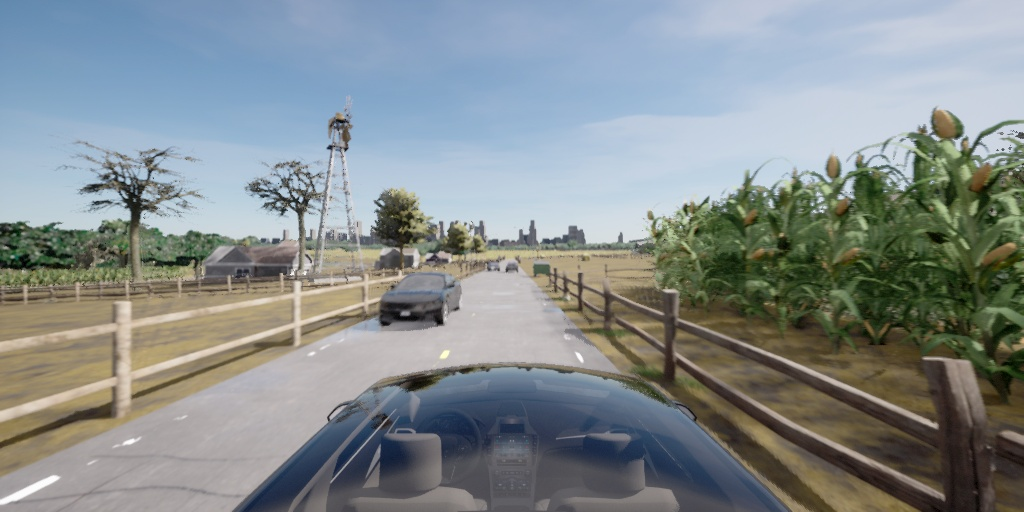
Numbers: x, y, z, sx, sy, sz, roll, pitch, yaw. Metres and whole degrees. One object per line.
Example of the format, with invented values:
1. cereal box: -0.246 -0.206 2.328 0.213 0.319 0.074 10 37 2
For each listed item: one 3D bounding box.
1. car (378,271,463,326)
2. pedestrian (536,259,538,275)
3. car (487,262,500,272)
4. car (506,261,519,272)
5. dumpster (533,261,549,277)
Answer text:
1. car: -2.849 1.275 12.090 1.882 1.535 5.008 0 0 0
2. pedestrian: 2.830 1.268 40.795 0.375 1.860 0.375 -1 1 -15
3. car: -2.800 1.618 54.859 2.128 1.511 4.902 0 0 1
4. car: 0.044 1.600 52.350 2.128 1.511 4.902 0 0 1
5. dumpster: 3.130 1.400 39.321 1.020 1.700 1.940 0 0 0
